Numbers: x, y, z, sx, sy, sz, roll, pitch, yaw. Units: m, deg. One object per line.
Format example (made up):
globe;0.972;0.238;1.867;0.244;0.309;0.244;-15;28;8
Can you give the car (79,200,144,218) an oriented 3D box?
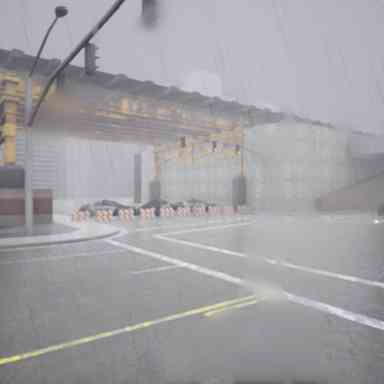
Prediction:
car;-7.154;1.445;29.067;4.974;1.542;2.038;0;0;8

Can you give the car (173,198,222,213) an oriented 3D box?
car;0.502;1.438;35.510;4.974;1.542;2.038;0;0;-7

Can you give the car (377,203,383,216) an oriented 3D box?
car;19.534;1.454;31.680;5.008;1.535;1.882;0;0;-37

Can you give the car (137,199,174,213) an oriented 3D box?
car;-3.393;1.284;31.801;1.853;1.218;4.536;0;0;18

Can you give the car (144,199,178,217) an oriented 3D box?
car;-3.409;1.441;31.751;2.038;1.542;4.974;0;0;18

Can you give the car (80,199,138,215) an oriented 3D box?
car;-7.206;1.287;29.074;4.536;1.218;1.853;0;0;8

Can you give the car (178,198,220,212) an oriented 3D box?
car;0.450;1.280;35.504;4.536;1.218;1.853;0;0;-7
